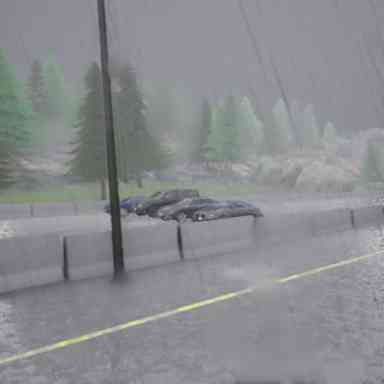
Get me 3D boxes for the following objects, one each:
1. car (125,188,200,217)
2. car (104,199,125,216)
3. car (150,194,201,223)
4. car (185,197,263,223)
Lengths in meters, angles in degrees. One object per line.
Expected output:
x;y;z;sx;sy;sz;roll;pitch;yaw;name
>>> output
-1.716;0.778;24.631;5.566;2.045;2.150;-2;1;-37;car
-4.559;1.038;26.880;5.008;1.535;1.882;-2;1;-37;car
0.021;1.089;21.563;4.892;1.490;1.837;-2;1;-37;car
2.029;1.168;18.694;4.181;1.385;1.994;-2;1;-37;car
